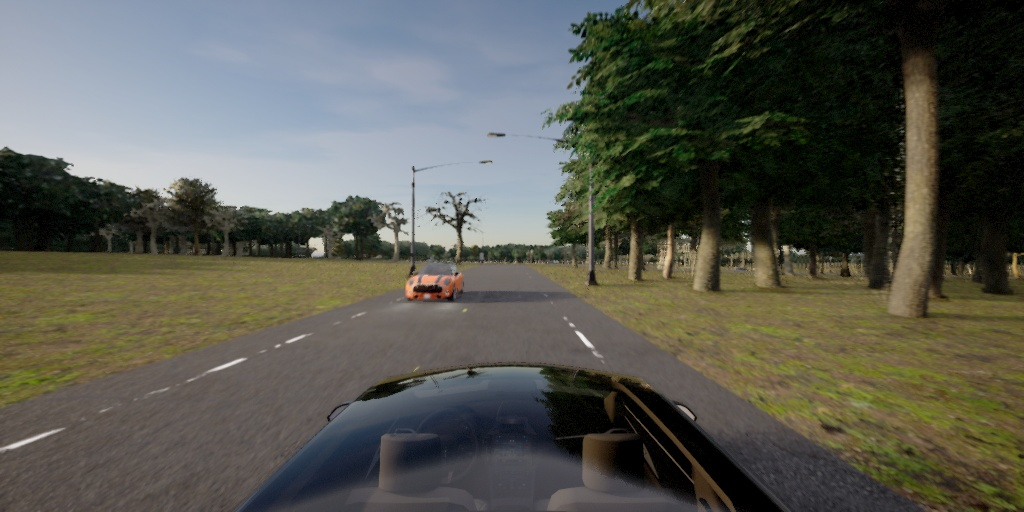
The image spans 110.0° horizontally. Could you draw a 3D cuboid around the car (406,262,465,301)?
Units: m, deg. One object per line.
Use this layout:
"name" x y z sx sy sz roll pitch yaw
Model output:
"car" -3.595 1.130 17.459 2.097 1.767 4.553 0 0 0
